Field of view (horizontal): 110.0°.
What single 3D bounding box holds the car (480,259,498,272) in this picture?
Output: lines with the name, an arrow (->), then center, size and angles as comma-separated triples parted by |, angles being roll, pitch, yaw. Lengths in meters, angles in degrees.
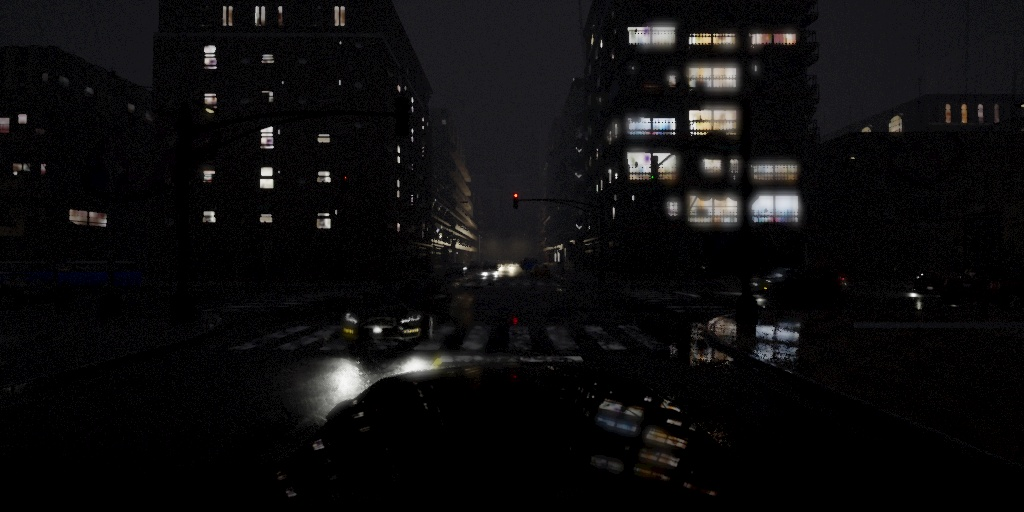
car -> -2.855, 1.373, 47.849 | 1.895, 1.301, 4.718 | 0, 0, 0

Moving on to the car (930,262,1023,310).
car -> 18.663, 1.103, 13.157 | 4.097, 1.591, 1.967 | 0, 0, 1

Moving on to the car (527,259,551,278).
car -> 2.623, 1.289, 33.585 | 1.751, 1.417, 4.829 | 0, 0, 0

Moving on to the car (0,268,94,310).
car -> -19.364, 1.290, 13.664 | 4.403, 1.370, 2.007 | 0, 0, 1

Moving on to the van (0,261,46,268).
van -> -30.447, 1.201, 21.691 | 3.998, 1.789, 1.690 | 0, 0, 1

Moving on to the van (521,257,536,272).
van -> 2.495, 1.118, 47.418 | 1.690, 1.789, 3.998 | 0, 0, 0

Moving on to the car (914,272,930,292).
car -> 23.857, 1.073, 18.513 | 4.553, 1.767, 2.097 | 0, -1, 1

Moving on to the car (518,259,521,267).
car -> 2.450, 1.099, 53.071 | 2.192, 1.841, 5.009 | 0, 0, 0

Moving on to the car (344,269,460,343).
car -> -2.768, 1.268, 9.785 | 1.837, 1.490, 4.892 | 0, 0, 0

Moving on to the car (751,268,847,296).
car -> 14.688, 1.304, 18.634 | 4.181, 1.385, 1.994 | 0, -1, 1

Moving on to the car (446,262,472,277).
car -> -5.522, 1.317, 36.022 | 2.007, 1.370, 4.403 | 0, 0, 0

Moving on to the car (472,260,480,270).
car -> -5.431, 1.366, 52.995 | 1.802, 1.307, 4.207 | 0, 0, 0

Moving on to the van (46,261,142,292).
van -> -24.853, 1.190, 21.617 | 3.998, 1.789, 1.690 | 0, 0, 1
